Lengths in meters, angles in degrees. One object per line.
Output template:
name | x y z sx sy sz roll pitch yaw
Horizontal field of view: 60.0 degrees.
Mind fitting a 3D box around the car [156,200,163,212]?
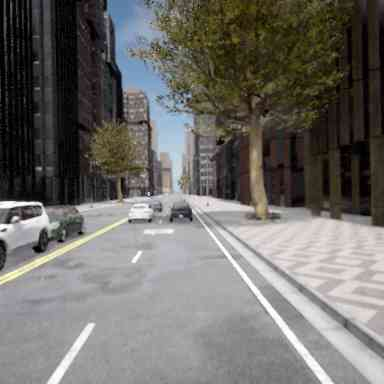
car | -4.652 1.776 42.076 2.033 1.411 5.357 -1 0 -2

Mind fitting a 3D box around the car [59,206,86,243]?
car | -7.136 1.550 17.201 2.097 1.767 4.553 -1 0 -1

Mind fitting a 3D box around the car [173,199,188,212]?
car | -1.457 1.694 43.565 1.812 1.442 4.674 -1 0 -2

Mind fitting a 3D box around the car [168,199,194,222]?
car | -0.901 1.612 28.059 1.837 1.490 4.892 -1 0 -2

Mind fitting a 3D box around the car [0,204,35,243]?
car | -10.402 1.617 17.582 2.097 1.767 4.553 -1 0 -2

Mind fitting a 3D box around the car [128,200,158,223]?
car | -4.129 1.696 27.679 1.812 1.442 4.674 -1 0 -2

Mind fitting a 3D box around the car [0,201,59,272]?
car | -6.851 1.391 11.613 2.150 2.045 5.566 -1 0 -2
